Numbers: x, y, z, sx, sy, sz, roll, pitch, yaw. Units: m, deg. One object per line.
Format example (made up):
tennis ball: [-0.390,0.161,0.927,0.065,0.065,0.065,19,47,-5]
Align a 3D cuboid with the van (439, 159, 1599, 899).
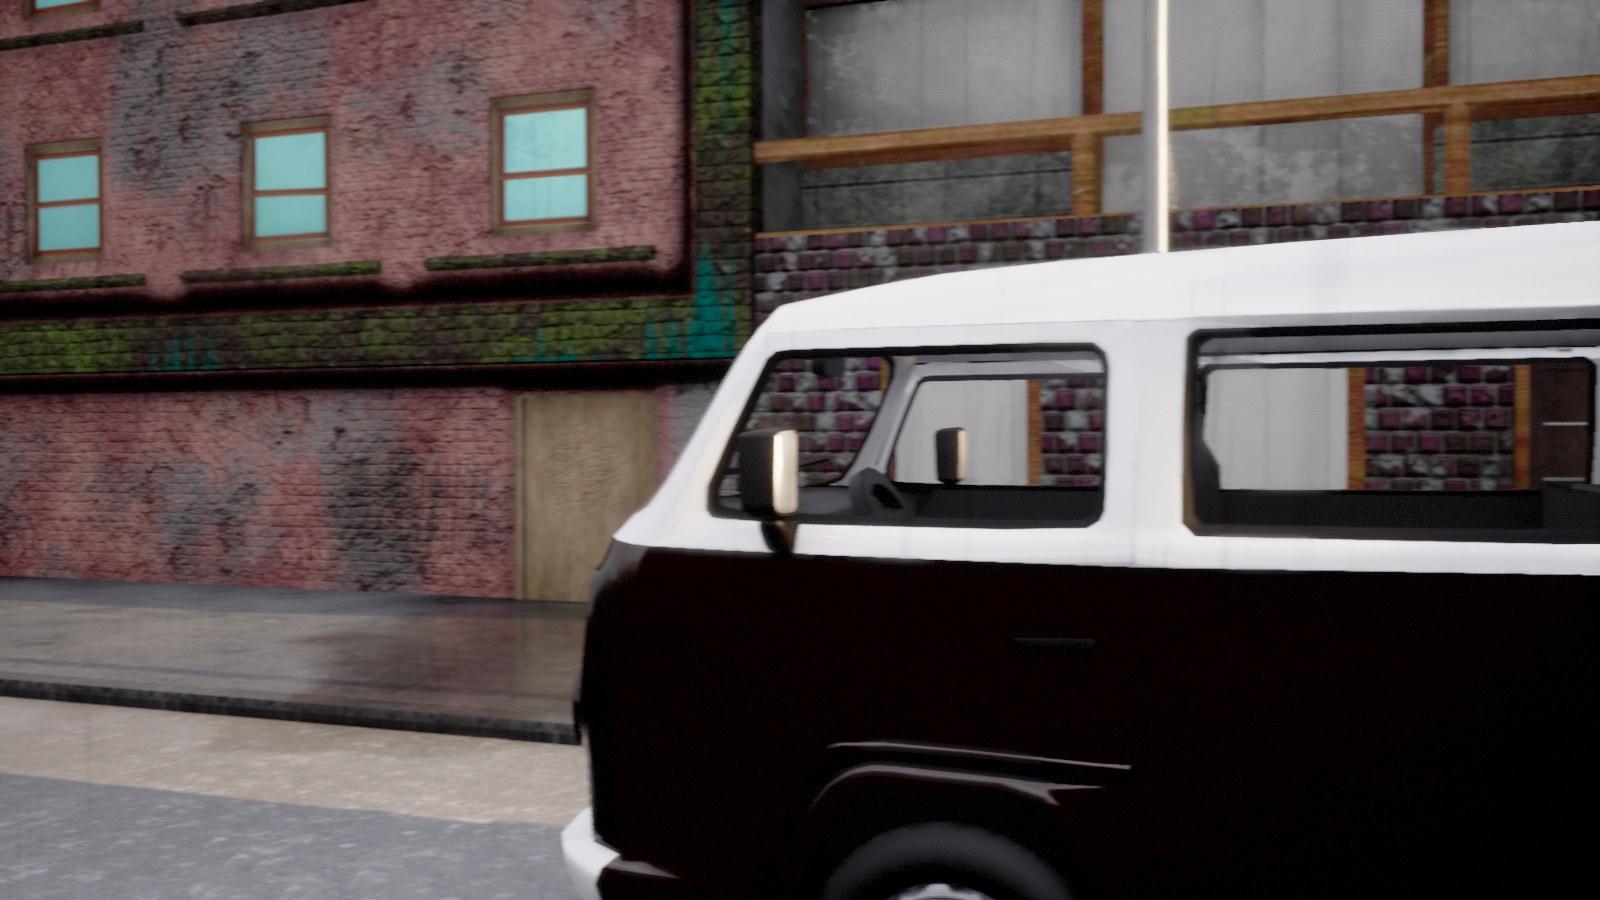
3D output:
van: [1.619,0.505,3.171,4.480,2.038,2.069,1,1,19]
